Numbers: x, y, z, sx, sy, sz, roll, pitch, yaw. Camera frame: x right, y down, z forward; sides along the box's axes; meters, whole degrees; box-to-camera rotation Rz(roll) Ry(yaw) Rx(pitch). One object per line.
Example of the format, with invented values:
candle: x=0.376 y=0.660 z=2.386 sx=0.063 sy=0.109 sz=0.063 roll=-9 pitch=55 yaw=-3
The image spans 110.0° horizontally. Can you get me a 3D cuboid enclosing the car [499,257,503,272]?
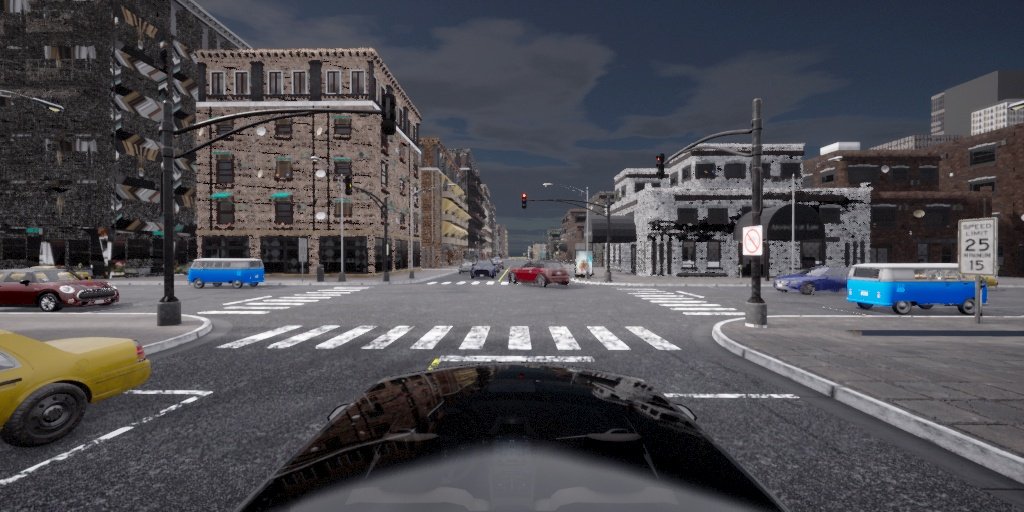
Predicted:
car: x=-2.400 y=1.254 z=43.061 sx=2.128 sy=1.511 sz=4.902 roll=0 pitch=0 yaw=1

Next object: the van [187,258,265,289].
van: x=-17.429 y=1.030 z=21.907 sx=3.998 sy=1.789 sz=1.690 roll=0 pitch=0 yaw=1

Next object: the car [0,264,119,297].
car: x=-17.528 y=1.190 z=13.527 sx=4.097 sy=1.591 sz=1.967 roll=0 pitch=0 yaw=1

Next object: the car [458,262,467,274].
car: x=-5.029 y=1.311 z=40.945 sx=2.007 sy=1.370 sz=4.403 roll=0 pitch=0 yaw=1

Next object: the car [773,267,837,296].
car: x=16.542 y=1.303 z=18.988 sx=4.674 sy=1.442 sz=1.812 roll=0 pitch=0 yaw=1

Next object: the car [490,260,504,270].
car: x=-2.189 y=1.299 z=54.770 sx=1.812 sy=1.442 sz=4.674 roll=0 pitch=0 yaw=1

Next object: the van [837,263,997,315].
van: x=14.849 y=1.156 z=13.218 sx=3.998 sy=1.789 sz=1.690 roll=0 pitch=0 yaw=1

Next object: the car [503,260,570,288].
car: x=1.701 y=1.078 z=24.089 sx=2.097 sy=1.767 sz=4.553 roll=1 pitch=-1 yaw=-36

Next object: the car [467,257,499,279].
car: x=-2.569 y=1.106 z=33.154 sx=2.097 sy=1.767 sz=4.553 roll=0 pitch=0 yaw=1

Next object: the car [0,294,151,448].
car: x=-5.680 y=1.275 z=2.629 sx=1.751 sy=1.417 sz=4.829 roll=0 pitch=0 yaw=1
